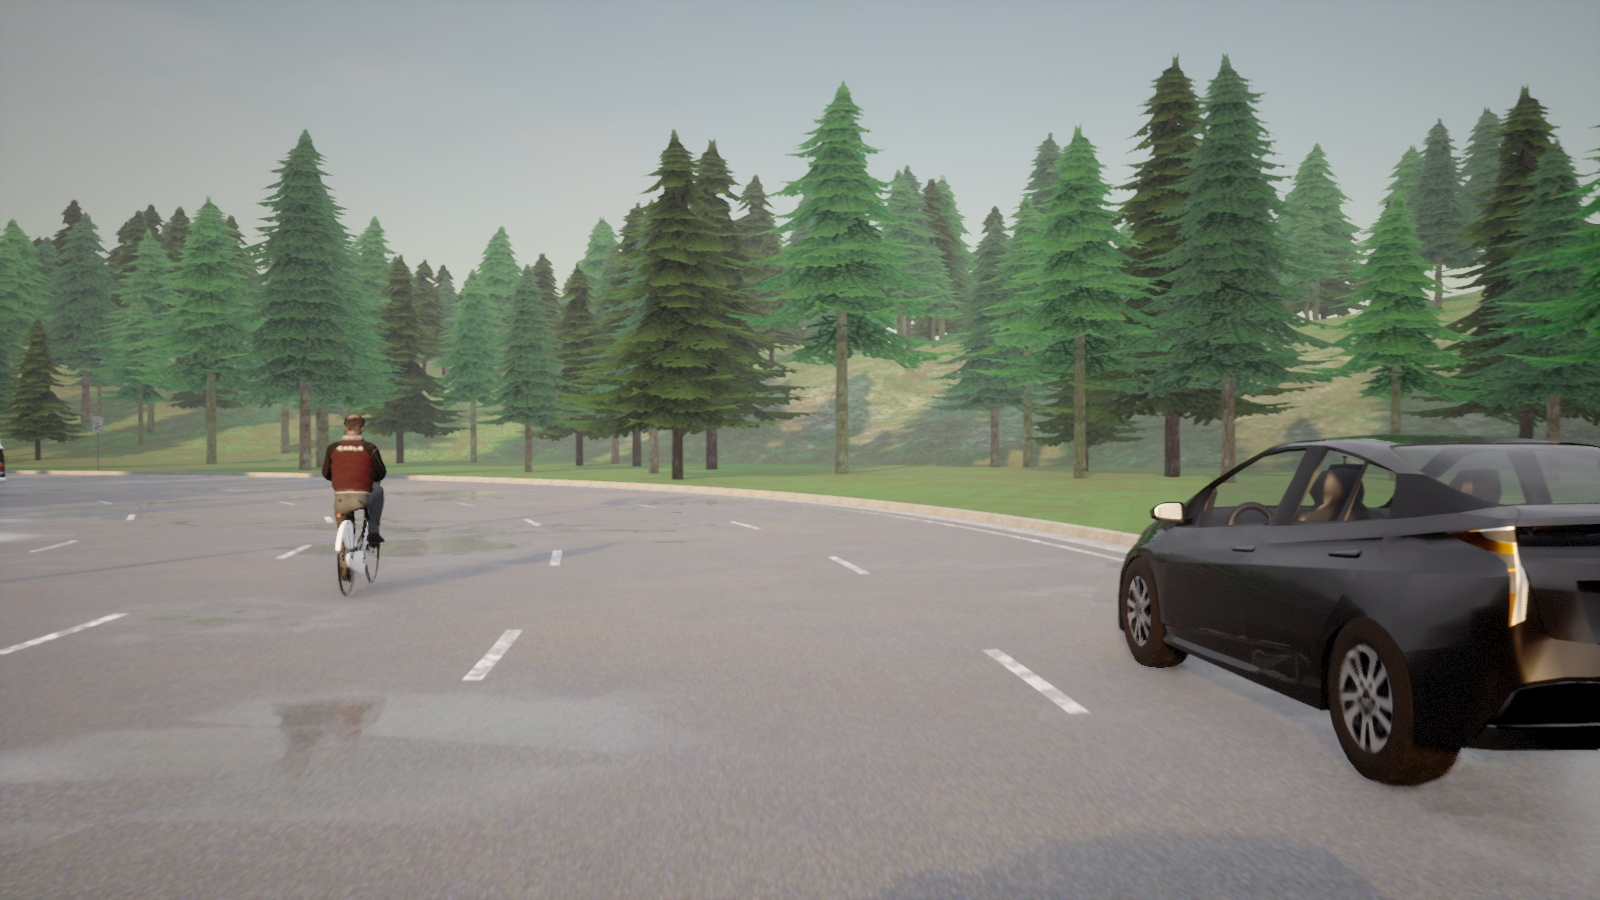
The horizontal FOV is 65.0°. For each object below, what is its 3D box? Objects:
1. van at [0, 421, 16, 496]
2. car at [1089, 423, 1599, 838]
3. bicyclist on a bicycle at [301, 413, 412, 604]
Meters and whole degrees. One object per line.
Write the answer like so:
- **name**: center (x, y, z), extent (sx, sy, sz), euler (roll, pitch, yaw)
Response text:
- **van**: center (-24.019, 0.222, 35.254), extent (4.480, 2.038, 2.069), euler (0, 0, 39)
- **car**: center (3.242, 0.648, 6.922), extent (2.007, 1.525, 4.514), euler (0, 0, -4)
- **bicyclist on a bicycle**: center (-4.409, 0.530, 12.603), extent (0.659, 1.776, 1.843), euler (0, 1, -7)
